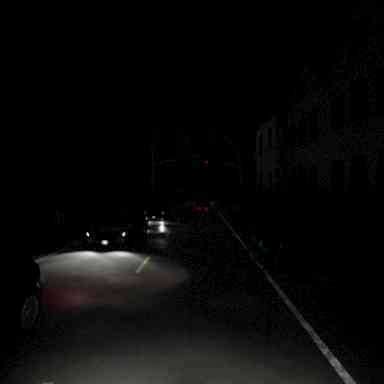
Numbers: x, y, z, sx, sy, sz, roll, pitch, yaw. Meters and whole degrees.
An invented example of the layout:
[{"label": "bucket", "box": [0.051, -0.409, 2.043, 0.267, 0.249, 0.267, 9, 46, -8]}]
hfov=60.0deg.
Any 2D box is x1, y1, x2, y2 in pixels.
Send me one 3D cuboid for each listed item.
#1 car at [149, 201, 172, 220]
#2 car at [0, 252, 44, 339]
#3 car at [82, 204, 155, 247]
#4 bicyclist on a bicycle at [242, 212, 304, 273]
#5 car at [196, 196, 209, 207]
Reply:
[{"label": "car", "box": [-2.720, 1.436, 26.999, 2.033, 1.411, 5.357, 0, 0, 2]}, {"label": "car", "box": [-3.501, 1.507, 4.006, 1.812, 1.442, 4.674, 0, 0, 1]}, {"label": "car", "box": [-3.174, 1.482, 15.061, 2.033, 1.411, 5.357, 0, 0, 2]}, {"label": "bicyclist on a bicycle", "box": [2.132, 1.360, 8.843, 1.656, 1.620, 0.582, -1, 0, 2]}, {"label": "car", "box": [1.503, 1.291, 47.569, 2.128, 1.511, 4.902, 0, 0, 2]}]
